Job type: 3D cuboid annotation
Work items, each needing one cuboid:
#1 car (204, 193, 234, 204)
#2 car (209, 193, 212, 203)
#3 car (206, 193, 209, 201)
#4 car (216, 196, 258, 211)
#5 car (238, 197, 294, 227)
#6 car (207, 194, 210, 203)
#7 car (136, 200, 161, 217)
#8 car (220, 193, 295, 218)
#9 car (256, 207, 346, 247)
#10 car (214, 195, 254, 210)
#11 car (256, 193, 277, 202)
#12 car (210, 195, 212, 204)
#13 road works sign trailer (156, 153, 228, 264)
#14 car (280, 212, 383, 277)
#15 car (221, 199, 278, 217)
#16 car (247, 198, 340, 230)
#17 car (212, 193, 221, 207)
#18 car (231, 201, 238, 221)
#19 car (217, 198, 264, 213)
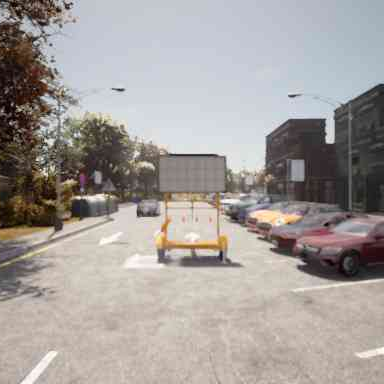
[{"bbox_3d":[5.498,1.275,67.125,5.566,2.045,2.435,1,0,-20],"label":"car"},{"bbox_3d":[5.490,1.362,49.084,4.553,1.767,2.185,1,0,-20],"label":"car"},{"bbox_3d":[5.301,1.508,61.031,5.366,1.575,1.946,1,0,-20],"label":"car"},{"bbox_3d":[5.394,1.345,40.066,4.553,1.767,2.185,1,0,-20],"label":"car"},{"bbox_3d":[5.372,1.336,19.061,4.553,1.767,2.185,1,0,-20],"label":"car"},{"bbox_3d":[5.457,1.493,52.087,5.008,1.535,2.097,1,0,-20],"label":"car"},{"bbox_3d":[-4.001,1.467,30.942,2.128,1.511,4.902,0,0,0],"label":"car"},{"bbox_3d":[5.352,1.208,25.035,5.566,2.045,2.435,1,0,-20],"label":"car"},{"bbox_3d":[5.292,1.495,13.039,4.792,1.488,2.163,1,0,-20],"label":"car"},{"bbox_3d":[5.405,1.350,43.067,4.553,1.767,2.185,1,0,-20],"label":"car"},{"bbox_3d":[18.485,1.320,83.100,2.435,2.045,5.566,0,1,-21],"label":"car"},{"bbox_3d":[5.448,1.521,46.075,4.674,1.452,2.002,1,0,-20],"label":"car"},{"bbox_3d":[0.008,0.446,11.772,2.380,3.560,2.880,0,0,0],"label":"road works sign trailer"},{"bbox_3d":[5.315,1.510,10.048,4.674,1.452,2.002,1,0,-20],"label":"car"},{"bbox_3d":[5.359,1.491,31.050,4.792,1.488,2.163,1,0,-20],"label":"car"},{"bbox_3d":[5.361,1.338,16.059,4.553,1.767,2.185,1,0,-20],"label":"car"},{"bbox_3d":[5.378,1.212,34.052,5.566,2.045,2.435,1,0,-20],"label":"car"},{"bbox_3d":[5.347,1.500,22.057,4.674,1.452,2.002,1,0,-20],"label":"car"},{"bbox_3d":[5.387,1.496,37.052,4.792,1.488,2.163,1,0,-20],"label":"car"}]
